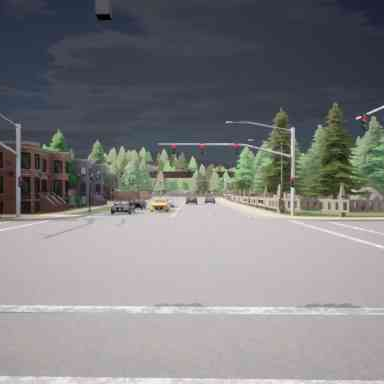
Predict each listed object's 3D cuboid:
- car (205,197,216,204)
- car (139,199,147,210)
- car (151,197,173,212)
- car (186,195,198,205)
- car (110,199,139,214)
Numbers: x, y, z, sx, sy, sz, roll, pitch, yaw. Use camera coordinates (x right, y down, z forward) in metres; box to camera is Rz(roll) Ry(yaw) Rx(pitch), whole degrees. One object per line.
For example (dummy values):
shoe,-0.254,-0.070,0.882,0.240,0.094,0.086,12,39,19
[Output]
car,3.531,1.564,65.129,1.994,1.385,4.181,0,0,0
car,-7.133,1.601,43.531,1.895,1.301,4.718,0,0,0
car,-3.635,1.478,38.754,1.882,1.535,5.008,0,0,0
car,-0.064,1.352,60.148,2.097,1.767,4.553,0,0,0
car,-7.135,1.564,34.778,1.994,1.385,4.181,0,0,0
